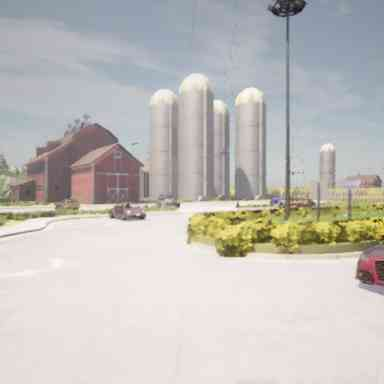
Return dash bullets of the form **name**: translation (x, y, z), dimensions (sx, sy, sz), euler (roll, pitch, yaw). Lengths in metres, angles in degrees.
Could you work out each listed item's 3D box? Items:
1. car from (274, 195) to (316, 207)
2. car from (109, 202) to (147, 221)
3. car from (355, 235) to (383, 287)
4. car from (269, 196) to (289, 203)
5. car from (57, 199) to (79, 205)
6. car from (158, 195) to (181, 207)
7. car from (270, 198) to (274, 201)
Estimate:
- **car**: translation (12.784, 1.308, 40.631), dimensions (1.932, 1.855, 4.605), euler (0, 0, -36)
- **car**: translation (-5.309, 1.523, 27.290), dimensions (1.784, 1.438, 3.905), euler (0, 0, -36)
- **car**: translation (5.866, 1.563, 8.191), dimensions (4.181, 1.385, 1.994), euler (0, 0, -36)
- **car**: translation (18.475, 1.549, 70.719), dimensions (4.181, 1.385, 1.994), euler (0, 0, -36)
- **car**: translation (-13.827, 1.510, 37.005), dimensions (1.816, 1.474, 4.193), euler (0, 0, -36)
- **car**: translation (-3.246, 1.315, 45.379), dimensions (1.905, 1.878, 3.866), euler (0, 0, -36)
- **car**: translation (16.351, 1.477, 59.589), dimensions (2.242, 1.667, 4.611), euler (0, 0, -36)
